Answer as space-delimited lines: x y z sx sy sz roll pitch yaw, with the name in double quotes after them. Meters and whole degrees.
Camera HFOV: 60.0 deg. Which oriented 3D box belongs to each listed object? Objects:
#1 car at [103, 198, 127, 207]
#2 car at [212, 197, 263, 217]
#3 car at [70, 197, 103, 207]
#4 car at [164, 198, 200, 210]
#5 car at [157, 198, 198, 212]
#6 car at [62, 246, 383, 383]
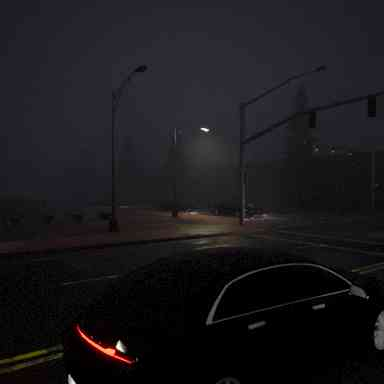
-12.234 1.562 51.834 4.181 1.385 1.994 0 0 29 "car"
3.864 1.505 30.911 1.837 1.490 4.892 0 0 -36 "car"
-16.161 1.525 49.983 4.674 1.442 1.812 0 0 25 "car"
-1.345 1.507 43.175 1.837 1.490 4.892 0 -1 -44 "car"
-1.953 1.547 38.747 2.033 1.411 5.357 0 0 -39 "car"
0.894 1.505 4.435 4.892 1.490 1.837 0 0 -35 "car"
